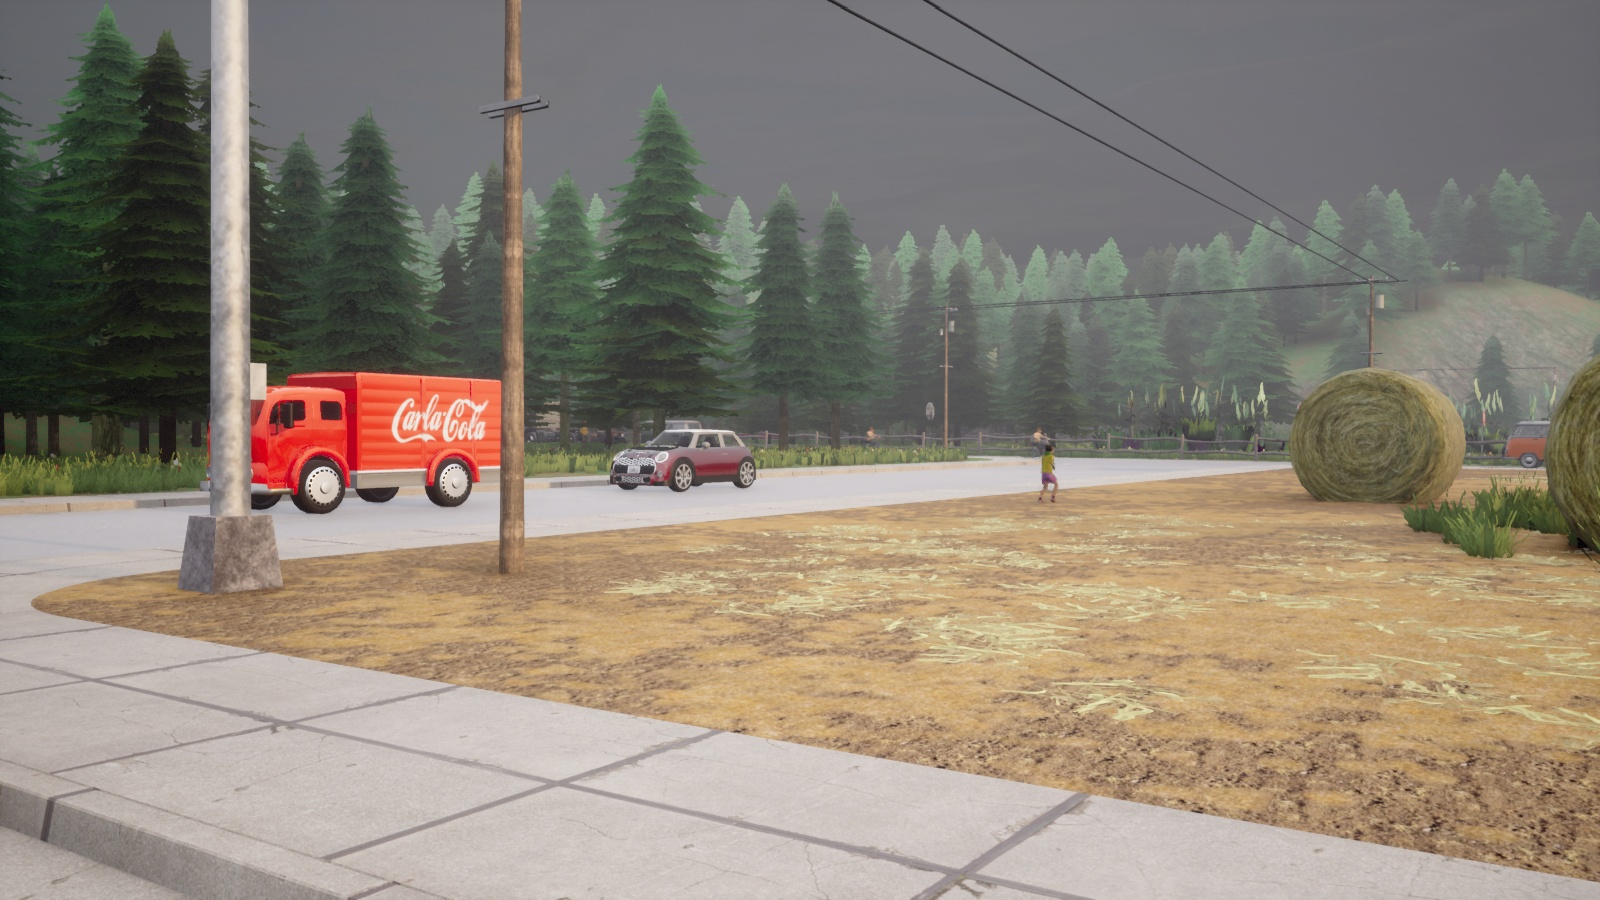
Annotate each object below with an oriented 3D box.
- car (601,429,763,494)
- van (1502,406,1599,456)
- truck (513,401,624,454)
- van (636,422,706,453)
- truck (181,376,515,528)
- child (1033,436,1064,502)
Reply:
[{"bbox_3d":[-2.831,0.238,30.845,1.970,1.475,3.806,0,1,35],"label":"car"},{"bbox_3d":[31.442,-0.776,51.510,4.442,1.987,1.775,0,1,37],"label":"van"},{"bbox_3d":[-16.096,-1.525,87.022,7.936,3.462,2.891,0,1,36],"label":"truck"},{"bbox_3d":[-8.399,-0.792,81.488,4.442,1.987,1.775,0,1,36],"label":"van"},{"bbox_3d":[-8.144,-0.019,23.156,2.627,2.467,5.204,0,1,35],"label":"truck"},{"bbox_3d":[4.490,0.339,22.687,0.473,1.160,0.299,-1,1,-38],"label":"child"}]
